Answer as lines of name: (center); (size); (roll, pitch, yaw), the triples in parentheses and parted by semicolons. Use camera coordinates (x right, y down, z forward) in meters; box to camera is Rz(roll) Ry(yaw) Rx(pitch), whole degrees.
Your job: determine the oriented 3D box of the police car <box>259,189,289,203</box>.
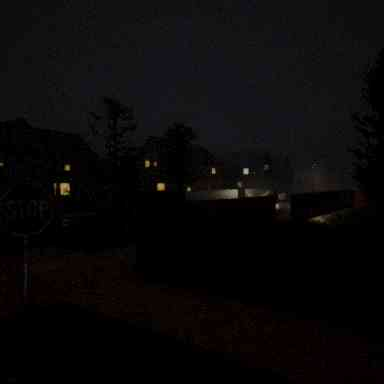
police car: (9.276, 0.448, 37.943); (2.038, 1.542, 4.974); (0, 1, 36)
